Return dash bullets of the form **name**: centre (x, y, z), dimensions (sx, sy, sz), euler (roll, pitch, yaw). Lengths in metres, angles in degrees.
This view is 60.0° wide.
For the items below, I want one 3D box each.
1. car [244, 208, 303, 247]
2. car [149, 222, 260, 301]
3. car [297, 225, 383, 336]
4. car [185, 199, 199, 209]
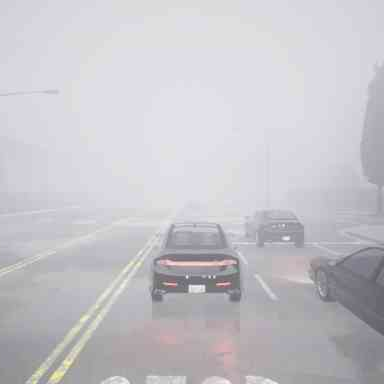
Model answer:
- **car**: centre (3.562, 1.505, 14.989), dimensions (1.837, 1.490, 4.892), euler (0, 0, 0)
- **car**: centre (0.080, 1.492, 8.287), dimensions (2.128, 1.511, 4.902), euler (0, 0, 0)
- **car**: centre (3.587, 1.547, 5.242), dimensions (2.033, 1.411, 5.357), euler (0, 0, 0)
- **car**: centre (-0.008, 1.601, 44.106), dimensions (1.895, 1.301, 4.718), euler (0, 0, 0)
